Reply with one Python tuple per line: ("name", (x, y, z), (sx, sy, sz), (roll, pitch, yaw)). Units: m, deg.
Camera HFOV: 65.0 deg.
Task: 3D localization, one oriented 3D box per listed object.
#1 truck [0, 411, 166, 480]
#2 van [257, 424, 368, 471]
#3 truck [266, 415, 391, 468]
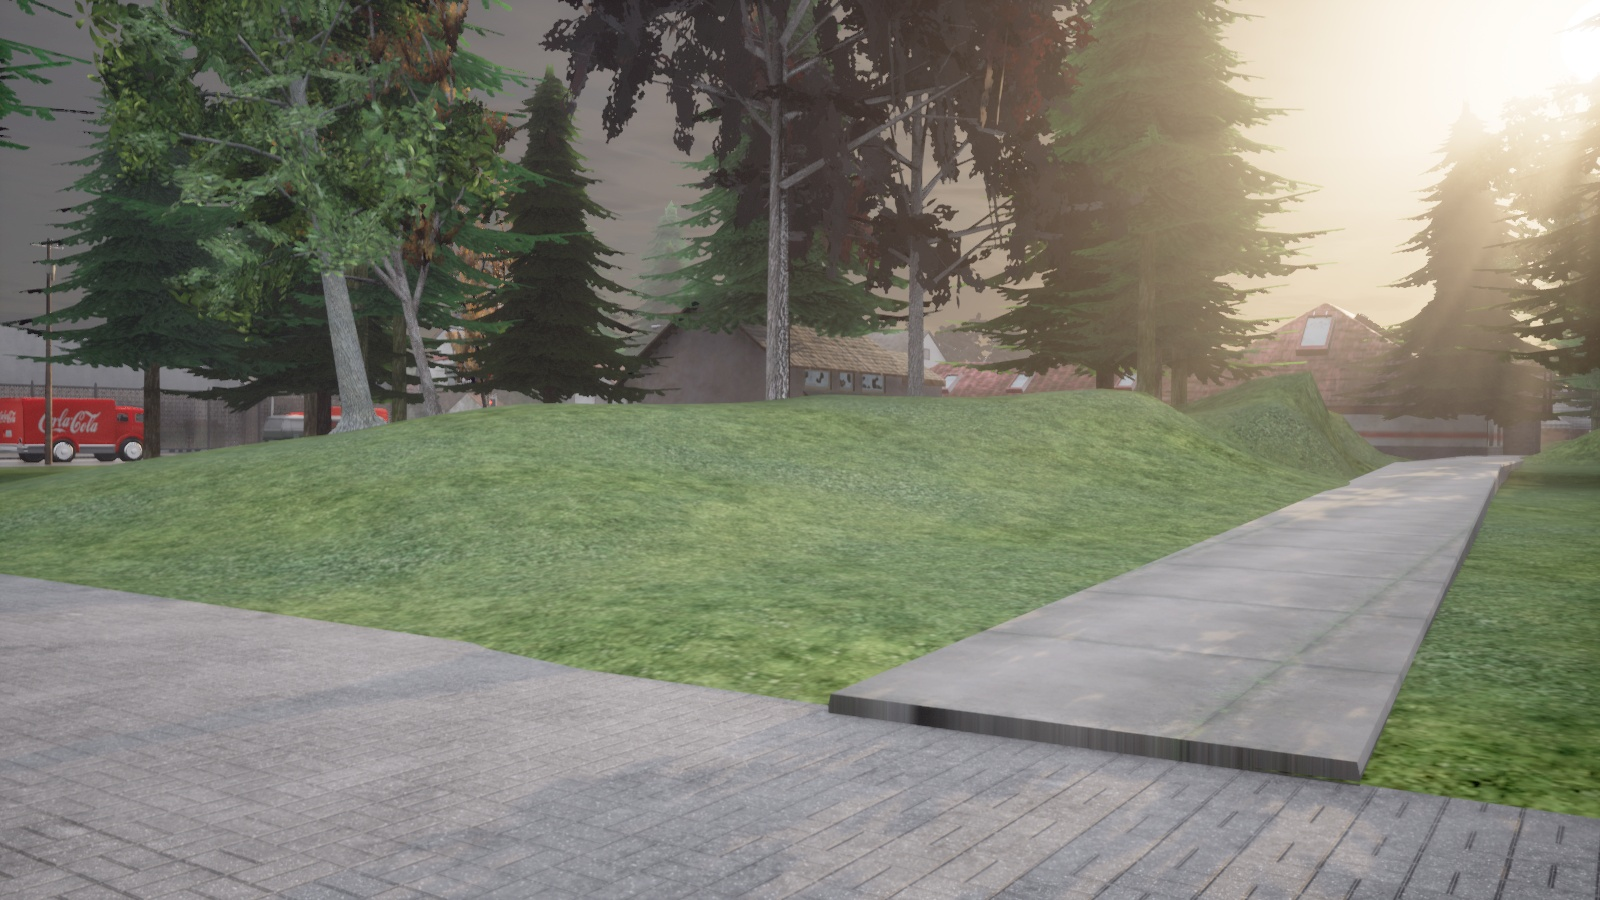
("truck", (-27.380, -0.221, 47.752), (2.627, 2.467, 5.204), (0, 1, 34))
("van", (-21.763, -0.148, 56.211), (1.775, 1.987, 4.442), (0, 1, 33))
("truck", (-23.058, -0.454, 61.581), (2.627, 2.467, 5.204), (0, 1, 31))
